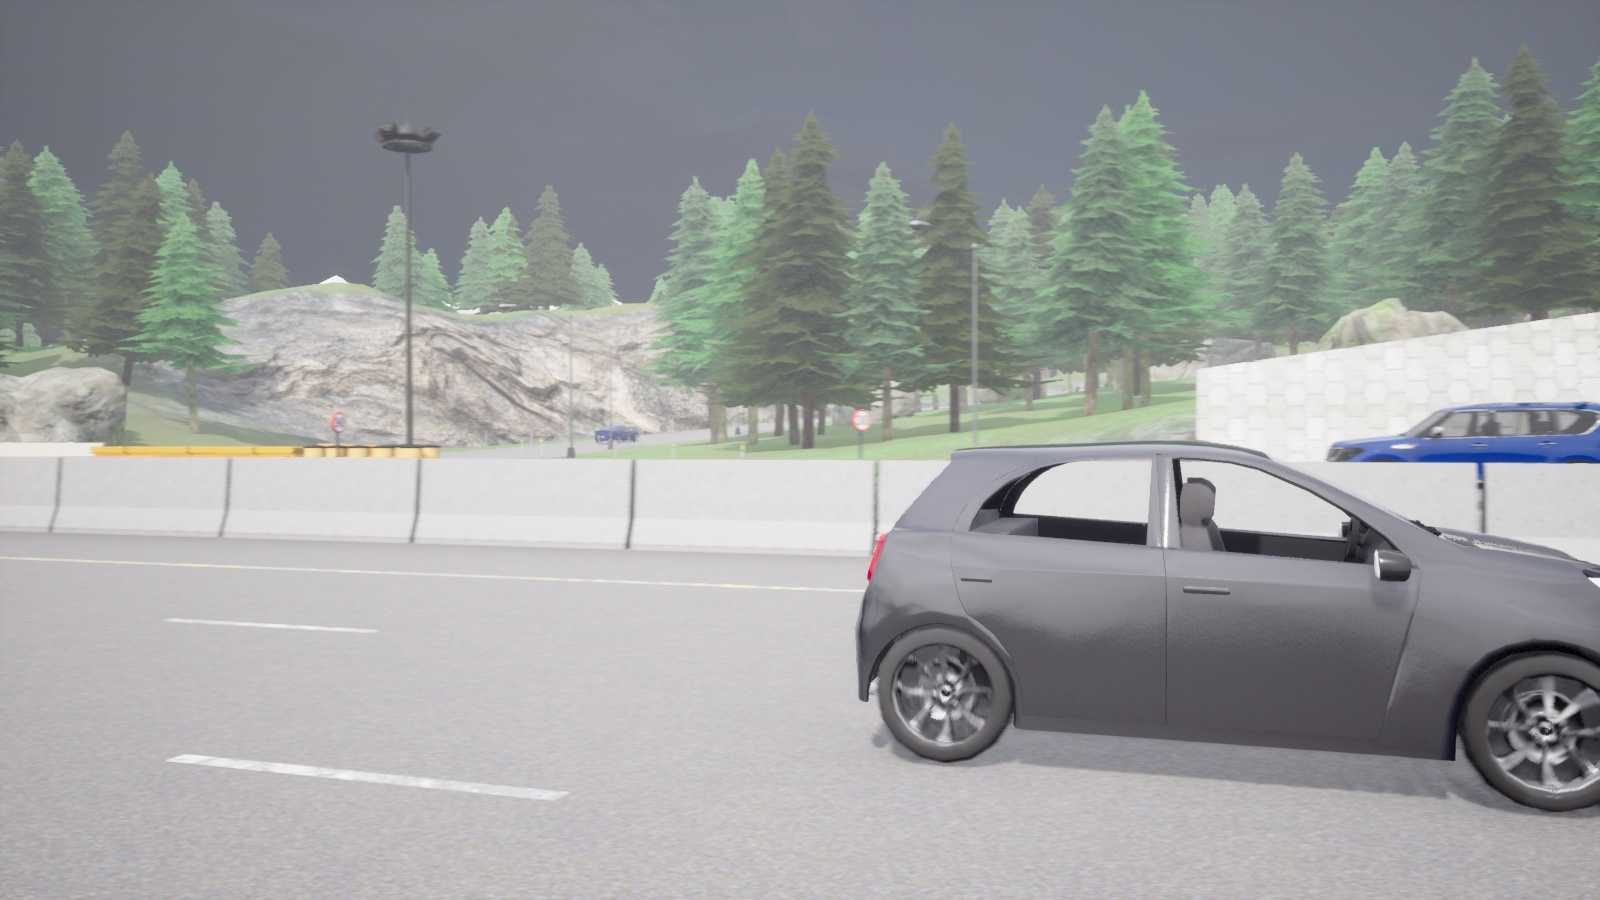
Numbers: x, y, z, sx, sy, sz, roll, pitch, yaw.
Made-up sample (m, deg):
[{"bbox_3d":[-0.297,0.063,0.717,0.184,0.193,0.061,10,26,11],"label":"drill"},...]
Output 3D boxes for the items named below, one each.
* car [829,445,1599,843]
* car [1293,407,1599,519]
[{"bbox_3d":[2.153,0.750,6.161,3.633,1.501,1.845,1,1,19],"label":"car"},{"bbox_3d":[12.777,0.199,24.737,5.566,2.045,2.150,1,1,19],"label":"car"}]
